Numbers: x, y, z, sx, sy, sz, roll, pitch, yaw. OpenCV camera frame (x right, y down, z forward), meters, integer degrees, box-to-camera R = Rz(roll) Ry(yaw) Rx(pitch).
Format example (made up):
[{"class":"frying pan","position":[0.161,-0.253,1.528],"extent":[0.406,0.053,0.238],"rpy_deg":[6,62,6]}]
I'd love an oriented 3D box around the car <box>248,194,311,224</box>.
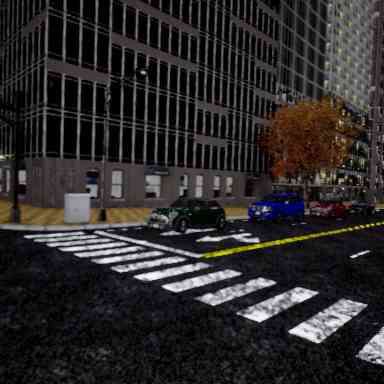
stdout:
[{"class":"car","position":[6.383,1.150,24.654],"extent":[2.150,2.045,5.566],"rpy_deg":[4,1,43]}]

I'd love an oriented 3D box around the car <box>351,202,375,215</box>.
[{"class":"car","position":[19.945,1.873,39.164],"extent":[2.033,1.411,5.357],"rpy_deg":[4,1,44]}]

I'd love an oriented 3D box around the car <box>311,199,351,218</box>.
[{"class":"car","position":[13.045,1.476,31.804],"extent":[2.097,1.767,4.553],"rpy_deg":[4,1,43]}]

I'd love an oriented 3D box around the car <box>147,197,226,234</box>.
[{"class":"car","position":[-0.186,1.089,17.614],"extent":[2.097,1.767,4.553],"rpy_deg":[4,1,43]}]
